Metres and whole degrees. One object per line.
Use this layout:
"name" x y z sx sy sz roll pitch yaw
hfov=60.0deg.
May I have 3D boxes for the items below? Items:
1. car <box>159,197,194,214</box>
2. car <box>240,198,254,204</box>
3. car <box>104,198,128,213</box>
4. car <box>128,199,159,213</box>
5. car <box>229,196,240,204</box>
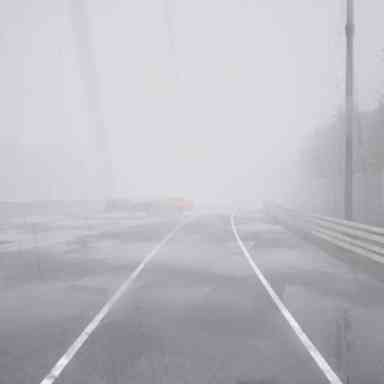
"car" -1.373 1.315 35.588 2.097 1.767 4.553 0 0 19
"car" 13.938 2.159 81.372 2.128 1.511 4.902 0 -1 18
"car" -8.004 1.424 37.811 2.097 1.767 4.553 0 0 18
"car" -4.682 1.503 36.746 1.882 1.535 5.008 -1 0 18
"car" 11.254 2.194 84.382 1.812 1.442 4.674 0 -1 18
